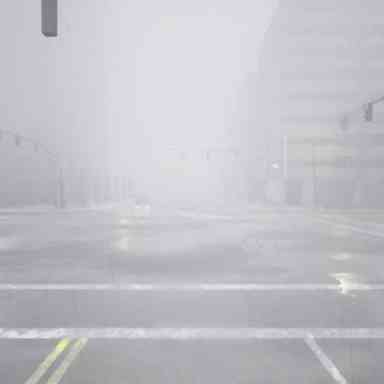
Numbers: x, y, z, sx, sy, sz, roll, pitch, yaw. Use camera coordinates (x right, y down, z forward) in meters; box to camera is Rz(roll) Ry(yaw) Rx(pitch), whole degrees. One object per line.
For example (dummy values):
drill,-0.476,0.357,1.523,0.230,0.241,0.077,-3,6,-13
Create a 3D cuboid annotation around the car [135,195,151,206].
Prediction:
car,-6.999,1.184,48.095,1.837,1.490,4.892,0,1,0
